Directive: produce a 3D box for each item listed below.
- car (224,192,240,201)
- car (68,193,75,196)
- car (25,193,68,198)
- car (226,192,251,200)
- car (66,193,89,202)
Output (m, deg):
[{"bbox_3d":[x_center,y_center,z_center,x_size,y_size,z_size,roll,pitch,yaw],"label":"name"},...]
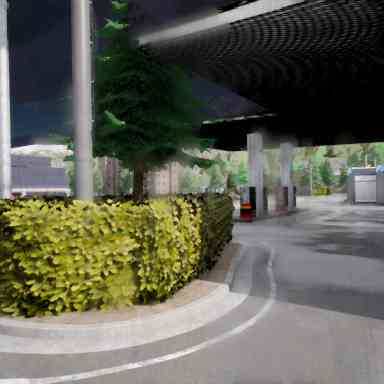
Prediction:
[{"bbox_3d":[7.475,0.852,63.885,5.027,1.636,2.152,-1,1,35],"label":"car"},{"bbox_3d":[-24.201,1.124,63.855,3.866,1.878,1.905,-1,1,35],"label":"car"},{"bbox_3d":[-14.737,1.183,33.565,3.866,1.878,1.905,-1,1,35],"label":"car"},{"bbox_3d":[9.248,0.813,66.473,4.514,1.523,2.007,-1,1,35],"label":"car"},{"bbox_3d":[-22.855,1.103,66.463,4.605,1.855,1.932,-1,1,35],"label":"car"}]
